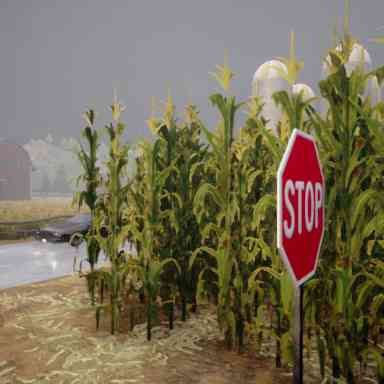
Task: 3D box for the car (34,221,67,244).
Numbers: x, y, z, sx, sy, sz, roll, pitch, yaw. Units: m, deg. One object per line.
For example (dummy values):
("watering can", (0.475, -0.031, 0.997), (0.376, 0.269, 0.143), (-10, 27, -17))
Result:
("car", (-4.947, 1.747, 16.704), (2.033, 1.411, 5.357), (0, 0, 34))
